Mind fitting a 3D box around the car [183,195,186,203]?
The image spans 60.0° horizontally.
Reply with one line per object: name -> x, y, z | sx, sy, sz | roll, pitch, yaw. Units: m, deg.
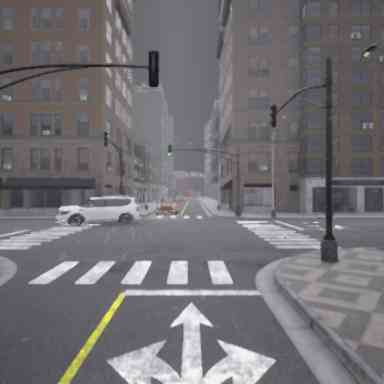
car -> -2.214, 1.337, 66.480 | 2.097, 1.767, 4.553 | 0, 0, 0

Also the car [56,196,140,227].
car -> -6.358, 1.311, 23.033 | 5.566, 2.045, 2.150 | 0, 3, -29

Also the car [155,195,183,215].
car -> -2.342, 1.273, 32.786 | 2.097, 1.767, 4.553 | 0, 0, 1
